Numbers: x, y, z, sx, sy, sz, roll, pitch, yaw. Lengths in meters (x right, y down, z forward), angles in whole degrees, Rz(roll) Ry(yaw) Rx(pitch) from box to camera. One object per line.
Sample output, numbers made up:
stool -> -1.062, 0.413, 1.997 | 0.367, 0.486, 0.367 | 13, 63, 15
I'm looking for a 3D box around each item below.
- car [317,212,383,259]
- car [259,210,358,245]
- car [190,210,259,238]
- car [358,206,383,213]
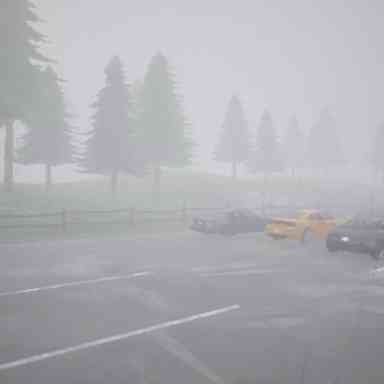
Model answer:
car -> 7.251, 1.712, 13.308 | 4.181, 1.385, 1.994 | 1, 0, -35
car -> 5.912, 1.634, 16.644 | 5.008, 1.535, 1.882 | 0, 0, -35
car -> 2.482, 1.686, 18.518 | 5.357, 1.411, 2.033 | 1, 0, -35
car -> 15.467, 1.877, 27.757 | 4.181, 1.385, 1.994 | 1, 0, -35
